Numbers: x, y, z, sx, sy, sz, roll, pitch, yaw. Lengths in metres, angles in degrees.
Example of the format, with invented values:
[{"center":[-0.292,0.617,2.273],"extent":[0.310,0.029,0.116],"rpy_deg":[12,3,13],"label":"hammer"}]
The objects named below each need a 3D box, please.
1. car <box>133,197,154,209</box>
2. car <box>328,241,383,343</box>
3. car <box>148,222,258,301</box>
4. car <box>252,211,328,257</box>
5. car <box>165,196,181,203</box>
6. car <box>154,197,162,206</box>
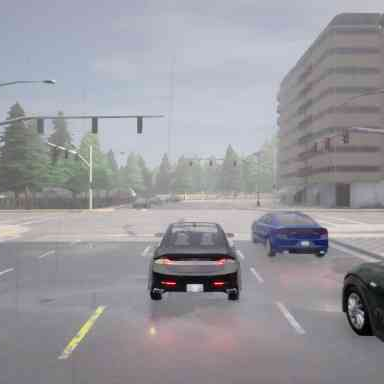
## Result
[{"center":[-6.986,1.526,46.418],"extent":[1.812,1.442,4.674],"rpy_deg":[0,0,2],"label":"car"},{"center":[3.600,1.352,3.835],"extent":[2.097,1.767,4.553],"rpy_deg":[0,0,0],"label":"car"},{"center":[0.067,1.492,8.341],"extent":[2.128,1.511,4.902],"rpy_deg":[0,0,0],"label":"car"},{"center":[3.585,1.478,12.987],"extent":[1.882,1.535,5.008],"rpy_deg":[0,0,0],"label":"car"},{"center":[-3.846,1.503,67.396],"extent":[1.837,1.490,4.892],"rpy_deg":[0,0,21],"label":"car"},{"center":[-6.369,1.525,56.322],"extent":[1.812,1.442,4.674],"rpy_deg":[0,0,8],"label":"car"}]
